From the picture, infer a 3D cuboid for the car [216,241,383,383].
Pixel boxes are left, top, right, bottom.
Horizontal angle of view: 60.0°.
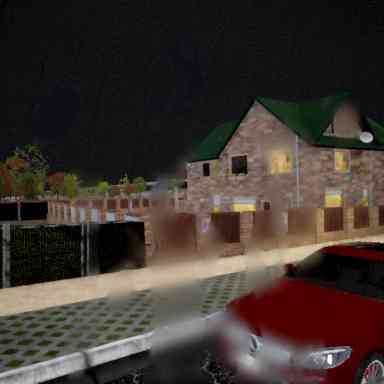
[{"bbox_3d":[2.495,1.522,4.847,4.674,1.442,1.812,0,0,-35],"label":"car"}]
